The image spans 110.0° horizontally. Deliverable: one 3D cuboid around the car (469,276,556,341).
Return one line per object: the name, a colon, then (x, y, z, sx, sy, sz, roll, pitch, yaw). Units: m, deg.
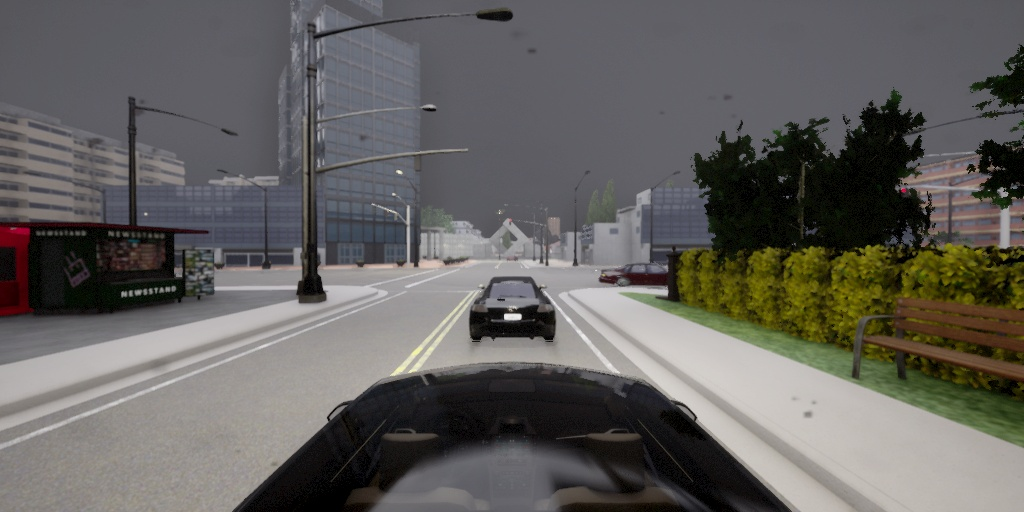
car: (0.007, 1.233, 9.601, 1.994, 1.385, 4.181, 0, 1, 0)

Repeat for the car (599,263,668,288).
car: (7.661, 1.104, 20.200, 5.357, 1.411, 2.033, 0, 0, 16)
